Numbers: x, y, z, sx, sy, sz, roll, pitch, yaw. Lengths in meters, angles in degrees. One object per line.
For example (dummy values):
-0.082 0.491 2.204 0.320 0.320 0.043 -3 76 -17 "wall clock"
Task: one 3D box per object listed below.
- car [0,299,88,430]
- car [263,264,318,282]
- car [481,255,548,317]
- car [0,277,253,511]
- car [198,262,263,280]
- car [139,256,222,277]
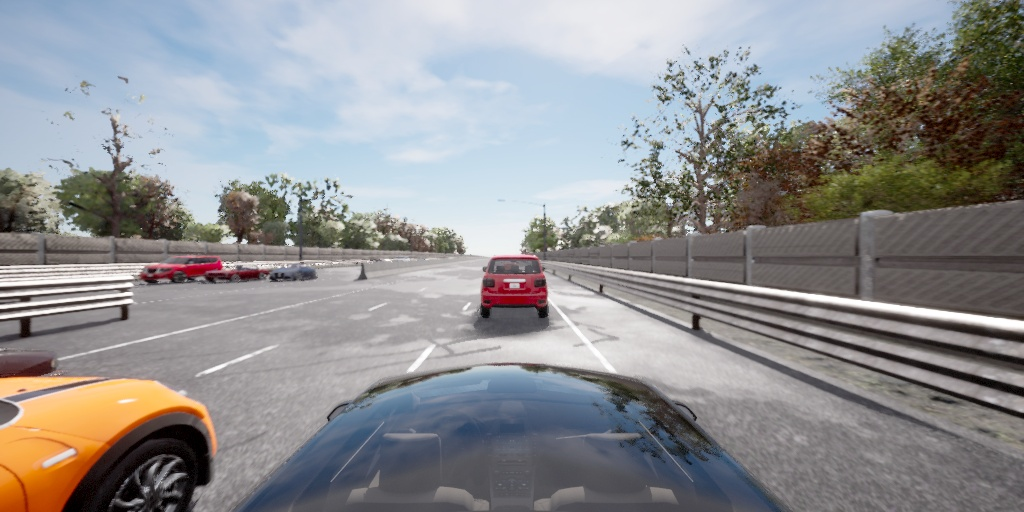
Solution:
-6.902 1.299 2.294 2.033 1.411 5.357 0 0 0 "car"
-17.770 1.322 29.352 1.994 1.385 4.181 0 0 -1 "car"
0.062 0.974 13.329 2.150 2.045 5.566 0 0 0 "car"
-3.402 1.104 0.962 2.097 1.767 4.553 0 0 0 "car"
-21.254 1.359 27.913 1.895 1.301 4.718 0 0 -1 "car"
-24.745 0.980 27.259 2.150 2.045 5.566 0 0 -1 "car"
